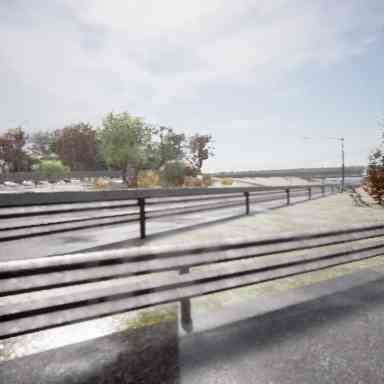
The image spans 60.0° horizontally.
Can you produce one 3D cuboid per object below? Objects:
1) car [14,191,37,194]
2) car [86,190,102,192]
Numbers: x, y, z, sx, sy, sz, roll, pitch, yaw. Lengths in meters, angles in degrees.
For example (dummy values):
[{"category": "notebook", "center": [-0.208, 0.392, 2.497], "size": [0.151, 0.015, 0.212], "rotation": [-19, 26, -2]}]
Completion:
[{"category": "car", "center": [-19.823, 0.671, 38.983], "size": [1.837, 1.490, 4.892], "rotation": [0, 1, 30]}, {"category": "car", "center": [-11.673, 0.538, 39.150], "size": [1.837, 1.490, 4.892], "rotation": [0, 1, 30]}]
